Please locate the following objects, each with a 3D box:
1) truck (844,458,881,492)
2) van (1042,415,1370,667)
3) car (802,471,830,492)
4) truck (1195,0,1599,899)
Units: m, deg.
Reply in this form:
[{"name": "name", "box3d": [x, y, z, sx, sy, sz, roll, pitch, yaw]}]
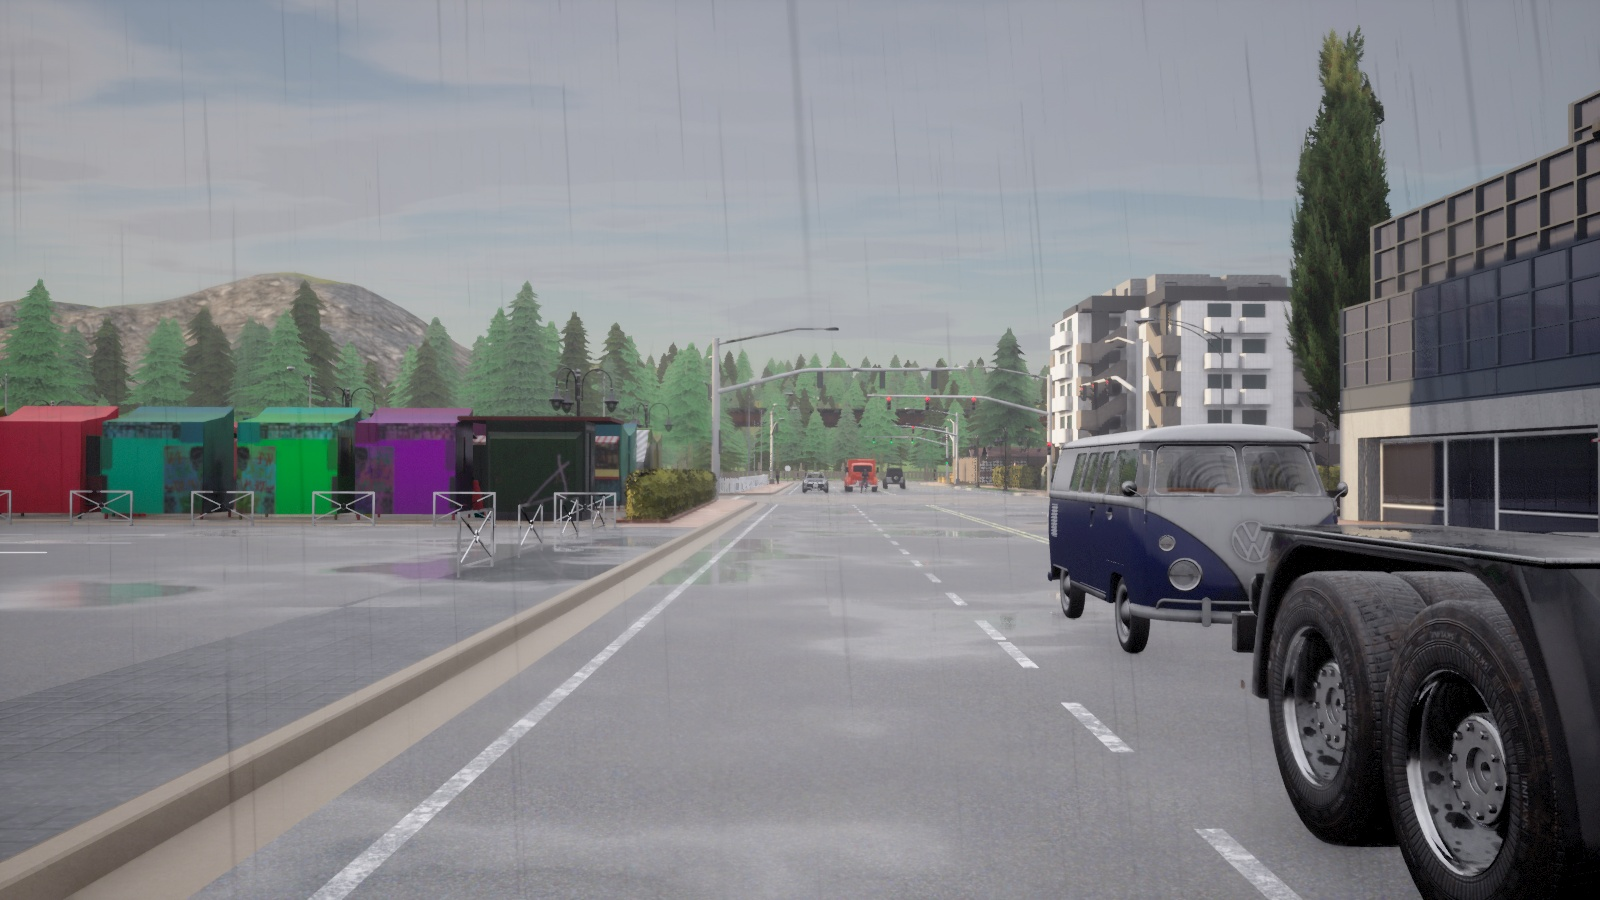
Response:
[{"name": "truck", "box3d": [4.707, 1.910, 95.614, 2.627, 2.467, 5.204, 0, -1, 1]}, {"name": "van", "box3d": [3.632, 0.756, 12.149, 1.775, 1.987, 4.442, 0, -1, 1]}, {"name": "car", "box3d": [1.145, 2.303, 91.206, 1.970, 1.475, 3.806, 0, -1, 1]}, {"name": "truck", "box3d": [3.522, -0.137, 2.678, 2.891, 3.462, 7.936, 0, -1, 1]}]
